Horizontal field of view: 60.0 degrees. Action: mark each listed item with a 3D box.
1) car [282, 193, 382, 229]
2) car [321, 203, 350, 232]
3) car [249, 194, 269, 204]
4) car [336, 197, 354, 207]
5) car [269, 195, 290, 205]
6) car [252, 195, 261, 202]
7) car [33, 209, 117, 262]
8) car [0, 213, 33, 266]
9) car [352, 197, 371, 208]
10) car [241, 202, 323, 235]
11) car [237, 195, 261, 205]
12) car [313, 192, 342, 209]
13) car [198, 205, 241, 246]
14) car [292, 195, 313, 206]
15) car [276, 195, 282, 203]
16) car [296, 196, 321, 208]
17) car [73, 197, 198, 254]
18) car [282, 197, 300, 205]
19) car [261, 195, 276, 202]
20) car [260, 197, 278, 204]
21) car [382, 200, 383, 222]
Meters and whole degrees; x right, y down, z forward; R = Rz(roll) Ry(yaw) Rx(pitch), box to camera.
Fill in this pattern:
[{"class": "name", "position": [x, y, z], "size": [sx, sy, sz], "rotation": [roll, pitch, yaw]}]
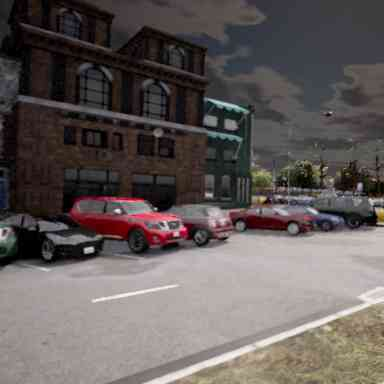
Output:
[{"class": "car", "position": [9.427, 1.312, 22.590], "size": [5.566, 2.045, 2.435], "rotation": [-1, -1, 35]}, {"class": "car", "position": [6.986, 1.596, 20.842], "size": [4.674, 1.452, 2.002], "rotation": [-1, -1, 35]}, {"class": "car", "position": [15.718, 1.701, 77.572], "size": [2.435, 2.045, 5.566], "rotation": [1, -2, 36]}, {"class": "car", "position": [27.758, 1.821, 60.194], "size": [2.185, 1.767, 4.553], "rotation": [2, -2, 35]}, {"class": "car", "position": [19.188, 1.701, 72.643], "size": [2.435, 2.045, 5.566], "rotation": [1, -2, 35]}, {"class": "car", "position": [11.496, 1.348, 54.181], "size": [1.946, 1.575, 5.366], "rotation": [0, -1, 35]}, {"class": "car", "position": [-5.300, 1.509, 12.150], "size": [4.792, 1.488, 2.163], "rotation": [-1, -1, 35]}, {"class": "car", "position": [-7.753, 1.213, 10.418], "size": [5.566, 2.045, 2.435], "rotation": [-1, -1, 35]}, {"class": "car", "position": [29.431, 1.817, 57.658], "size": [2.185, 1.767, 4.553], "rotation": [1, -2, 35]}, {"class": "car", "position": [4.509, 1.543, 19.106], "size": [5.008, 1.535, 2.097], "rotation": [-1, -1, 35]}, {"class": "car", "position": [9.719, 1.350, 56.458], "size": [2.231, 1.521, 4.892], "rotation": [0, -1, 36]}, {"class": "car", "position": [18.103, 1.091, 44.256], "size": [2.435, 2.045, 5.566], "rotation": [1, -1, 36]}, {"class": "car", "position": [-0.392, 1.386, 15.614], "size": [4.553, 1.767, 2.185], "rotation": [-1, -1, 35]}, {"class": "car", "position": [22.584, 1.696, 67.615], "size": [2.435, 2.045, 5.566], "rotation": [1, -2, 35]}, {"class": "car", "position": [14.748, 1.346, 49.150], "size": [2.231, 1.521, 4.892], "rotation": [0, -1, 35]}, {"class": "car", "position": [16.429, 1.384, 46.716], "size": [2.002, 1.452, 4.674], "rotation": [1, -1, 35]}, {"class": "car", "position": [-2.845, 1.244, 13.894], "size": [5.566, 2.045, 2.435], "rotation": [-1, -1, 35]}, {"class": "car", "position": [20.856, 1.978, 70.096], "size": [2.163, 1.488, 4.792], "rotation": [1, -2, 35]}, {"class": "car", "position": [13.055, 1.220, 51.568], "size": [2.185, 1.767, 4.553], "rotation": [0, -1, 36]}, {"class": "car", "position": [17.429, 1.953, 75.099], "size": [2.231, 1.521, 4.892], "rotation": [1, -2, 36]}, {"class": "car", "position": [11.774, 1.563, 24.421], "size": [5.366, 1.575, 1.946], "rotation": [-1, -1, 35]}]
